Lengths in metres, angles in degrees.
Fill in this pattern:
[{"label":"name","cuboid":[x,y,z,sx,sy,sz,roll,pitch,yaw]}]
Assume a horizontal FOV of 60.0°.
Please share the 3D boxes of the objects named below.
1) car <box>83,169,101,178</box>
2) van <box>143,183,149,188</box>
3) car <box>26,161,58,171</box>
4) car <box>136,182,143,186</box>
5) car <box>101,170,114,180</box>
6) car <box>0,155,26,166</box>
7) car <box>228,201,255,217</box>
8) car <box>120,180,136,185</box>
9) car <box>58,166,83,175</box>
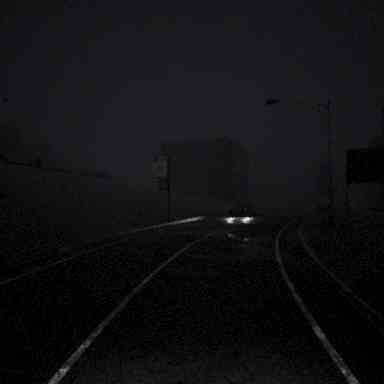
[{"label":"car","cuboid":[-16.212,-2.563,50.224,2.185,1.767,4.553,-1,-3,12]},{"label":"van","cuboid":[-12.072,-1.139,77.740,1.878,1.987,4.442,0,-4,6]},{"label":"car","cuboid":[-18.631,-2.841,39.437,2.002,1.452,4.674,-1,-2,14]},{"label":"car","cuboid":[-12.713,-1.231,72.099,2.002,1.452,4.674,-1,-4,7]},{"label":"car","cuboid":[-15.146,-2.430,55.732,2.435,2.045,5.566,-1,-3,11]},{"label":"car","cuboid":[-20.016,-3.059,34.099,2.163,1.488,4.792,-1,-2,16]},{"label":"car","cuboid":[4.995,1.666,32.998,1.837,1.490,4.892,-1,-1,22]},{"label":"car","cuboid":[-13.421,-1.558,66.612,2.002,1.452,4.674,-1,-3,8]},{"label":"car","cuboid":[-17.385,-2.672,44.711,2.231,1.521,4.892,-1,-2,13]}]
